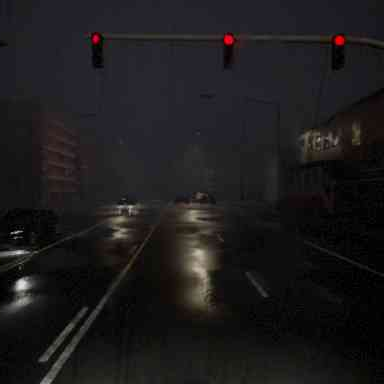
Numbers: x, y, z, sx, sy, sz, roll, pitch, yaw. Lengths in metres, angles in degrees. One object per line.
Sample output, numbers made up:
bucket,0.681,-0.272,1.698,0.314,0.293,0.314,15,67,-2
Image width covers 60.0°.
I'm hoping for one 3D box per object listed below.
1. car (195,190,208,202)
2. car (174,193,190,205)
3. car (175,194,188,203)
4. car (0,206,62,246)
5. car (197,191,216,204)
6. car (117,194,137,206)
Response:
car,1.791,0.701,55.422,2.150,2.045,5.566,0,-1,-2
car,-1.378,0.918,44.854,2.128,1.511,4.902,0,0,-2
car,-1.704,1.066,55.278,1.994,1.385,4.181,0,-1,-2
car,-7.550,1.462,15.238,1.837,1.490,4.892,0,1,-2
car,2.108,0.966,45.381,1.994,1.385,4.181,0,0,-2
car,-8.393,1.024,43.567,2.033,1.411,5.357,0,0,-1
